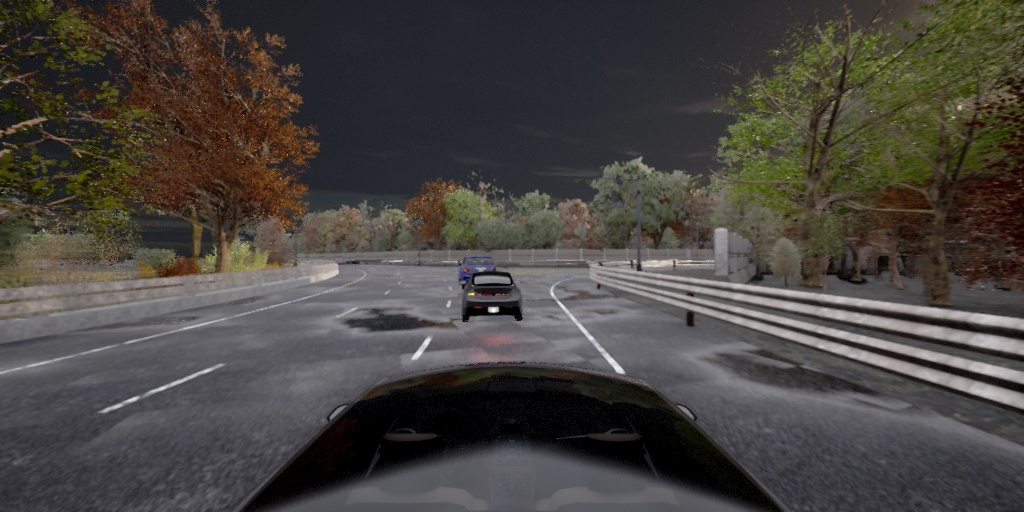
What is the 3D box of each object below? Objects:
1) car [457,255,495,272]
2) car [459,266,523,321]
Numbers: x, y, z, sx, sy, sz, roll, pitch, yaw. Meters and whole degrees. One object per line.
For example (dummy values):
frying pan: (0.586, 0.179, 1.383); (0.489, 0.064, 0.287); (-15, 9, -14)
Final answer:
car: (-2.333, 0.986, 23.654); (2.150, 2.045, 5.566); (0, 0, -11)
car: (-0.749, 1.260, 12.478); (1.837, 1.490, 4.892); (0, 0, -5)
